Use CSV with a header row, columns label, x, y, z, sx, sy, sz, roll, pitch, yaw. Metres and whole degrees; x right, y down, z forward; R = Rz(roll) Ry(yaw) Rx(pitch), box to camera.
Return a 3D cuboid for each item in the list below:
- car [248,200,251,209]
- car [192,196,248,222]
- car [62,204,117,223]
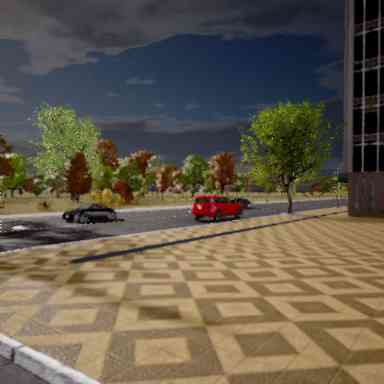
label,x,y,z,sx,sy,sz,roll,pitch,yaw
car,6.150,1.538,44.224,1.837,1.490,4.892,1,0,39
car,2.272,1.341,28.543,2.150,2.045,5.566,1,1,39
car,-8.035,1.628,26.253,1.994,1.385,4.181,1,1,38
